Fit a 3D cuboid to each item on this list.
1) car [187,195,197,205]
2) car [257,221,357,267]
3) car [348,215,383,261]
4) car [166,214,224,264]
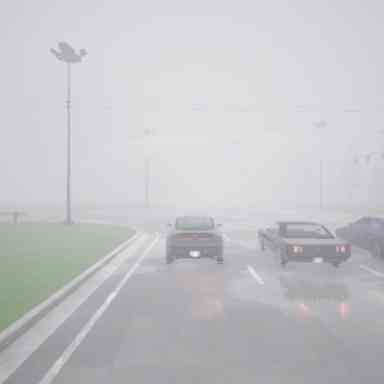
[{"bbox_3d":[0.007,1.814,65.740,1.882,1.535,5.008,0,0,0],"label":"car"},{"bbox_3d":[3.592,1.661,11.657,1.895,1.301,4.718,0,0,0],"label":"car"},{"bbox_3d":[7.093,1.590,12.468,1.812,1.442,4.674,0,0,0],"label":"car"},{"bbox_3d":[0.092,1.567,12.109,1.837,1.490,4.892,0,0,0],"label":"car"}]
